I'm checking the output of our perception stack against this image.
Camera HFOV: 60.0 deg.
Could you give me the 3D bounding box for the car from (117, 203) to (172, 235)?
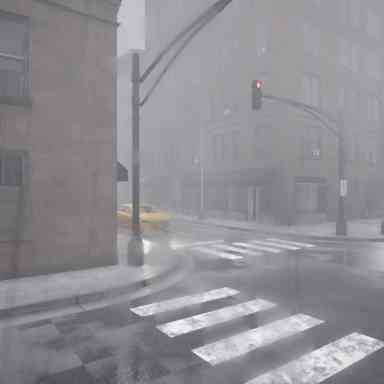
[{"bbox_3d":[-2.939,1.382,18.388,1.882,1.535,5.008,0,0,-34],"label":"car"}]
